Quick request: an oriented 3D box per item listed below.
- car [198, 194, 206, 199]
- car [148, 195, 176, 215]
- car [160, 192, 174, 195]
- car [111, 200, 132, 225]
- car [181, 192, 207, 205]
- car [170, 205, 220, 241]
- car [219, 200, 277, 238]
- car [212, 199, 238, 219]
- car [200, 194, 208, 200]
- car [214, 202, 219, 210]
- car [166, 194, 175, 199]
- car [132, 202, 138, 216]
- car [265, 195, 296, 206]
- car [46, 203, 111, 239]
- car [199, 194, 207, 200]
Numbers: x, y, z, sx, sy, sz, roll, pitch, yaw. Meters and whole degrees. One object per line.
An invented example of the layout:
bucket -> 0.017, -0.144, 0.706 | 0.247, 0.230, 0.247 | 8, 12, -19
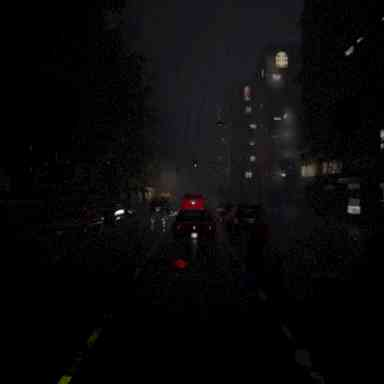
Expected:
car -> 2.698, 1.139, 88.339 | 2.008, 1.369, 4.403 | 0, 0, 0
car -> -3.057, 1.326, 32.233 | 2.128, 1.511, 4.902 | 0, 0, 0
car -> -5.685, 0.969, 71.732 | 2.192, 1.841, 5.009 | 0, 0, 0
car -> -5.688, 1.430, 22.537 | 2.008, 1.369, 4.403 | 0, 0, 0
car -> 0.106, 1.055, 31.998 | 2.150, 2.045, 5.566 | 0, 0, 0
car -> 0.103, 1.513, 16.199 | 1.895, 1.301, 4.718 | 0, 0, 0
car -> 2.691, 1.348, 16.906 | 1.967, 1.590, 4.097 | 0, 0, 0
car -> 2.692, 1.377, 28.338 | 1.752, 1.417, 4.829 | 0, 0, 0
car -> 2.697, 1.156, 77.438 | 1.752, 1.417, 4.829 | 0, 0, 0
car -> 2.692, 1.446, 22.537 | 1.947, 1.339, 4.313 | 0, 0, 0
car -> -5.682, 1.132, 88.339 | 1.887, 1.381, 4.507 | 0, 0, 0
car -> -5.688, 1.379, 27.998 | 1.752, 1.417, 4.829 | 0, 0, 0
car -> 14.622, 1.315, 55.159 | 5.009, 1.841, 2.192 | 1, -1, 0
car -> -5.689, 1.434, 16.737 | 1.752, 1.417, 4.829 | 0, 0, 0
car -> 2.697, 1.154, 82.803 | 1.887, 1.381, 4.507 | 0, 0, 0
